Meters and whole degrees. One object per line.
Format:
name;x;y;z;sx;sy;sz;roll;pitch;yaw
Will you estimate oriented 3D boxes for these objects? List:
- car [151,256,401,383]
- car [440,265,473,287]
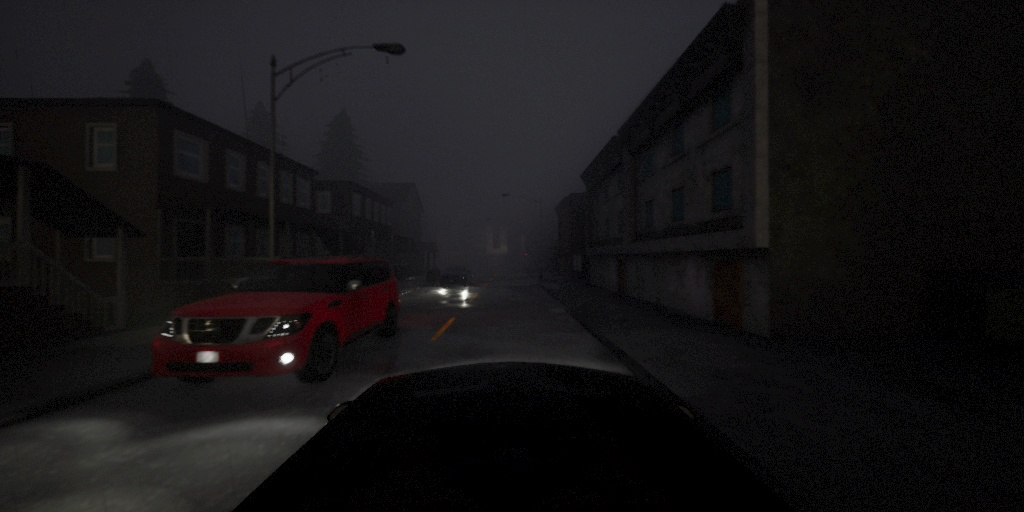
car;-4.072;1.019;7.557;2.150;2.045;5.566;0;-1;0
car;-4.099;1.433;26.901;1.882;1.535;5.008;0;0;0
